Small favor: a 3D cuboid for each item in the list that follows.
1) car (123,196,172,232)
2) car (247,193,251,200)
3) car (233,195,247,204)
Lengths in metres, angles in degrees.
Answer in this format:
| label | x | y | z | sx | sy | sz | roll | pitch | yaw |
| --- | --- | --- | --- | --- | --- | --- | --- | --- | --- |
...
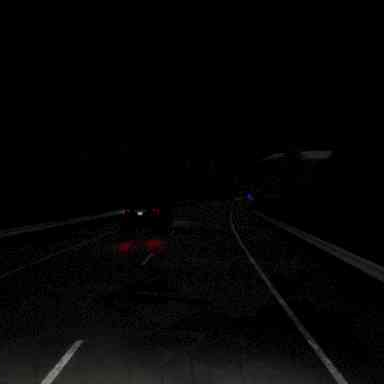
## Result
| label | x | y | z | sx | sy | sz | roll | pitch | yaw |
| --- | --- | --- | --- | --- | --- | --- | --- | --- | --- |
| car | -2.564 | 1.253 | 20.378 | 2.150 | 2.045 | 5.566 | 0 | 0 | 4 |
| car | 12.507 | 1.530 | 82.266 | 2.128 | 1.511 | 4.902 | 0 | 0 | 18 |
| car | 9.356 | 1.601 | 66.090 | 1.882 | 1.535 | 5.008 | 0 | 0 | 14 |
